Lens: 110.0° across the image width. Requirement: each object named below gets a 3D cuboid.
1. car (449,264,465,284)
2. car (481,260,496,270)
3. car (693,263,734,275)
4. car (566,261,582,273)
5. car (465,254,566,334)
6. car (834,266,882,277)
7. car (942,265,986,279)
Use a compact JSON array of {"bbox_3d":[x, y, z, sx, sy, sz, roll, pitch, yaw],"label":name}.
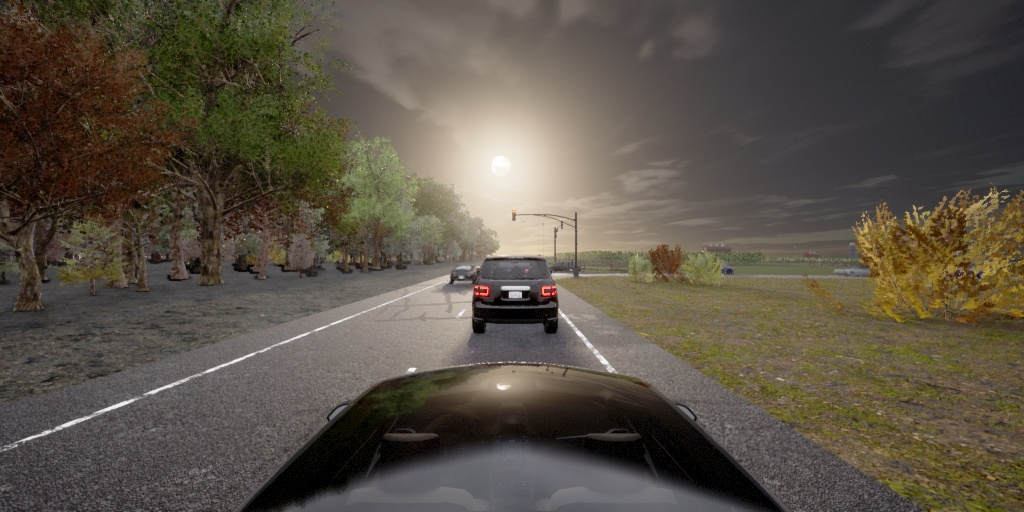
[{"bbox_3d":[-3.455,1.281,26.751,1.812,1.442,4.674,0,0,0],"label":"car"},{"bbox_3d":[-3.513,1.320,54.750,1.994,1.385,4.181,0,0,0],"label":"car"},{"bbox_3d":[24.725,1.604,44.147,4.674,1.442,1.812,1,-1,0],"label":"car"},{"bbox_3d":[6.501,1.417,46.111,4.892,1.490,1.837,1,1,24],"label":"car"},{"bbox_3d":[0.078,0.974,10.813,2.150,2.045,5.566,0,0,0],"label":"car"},{"bbox_3d":[42.550,1.874,44.092,4.718,1.301,1.895,1,-1,0],"label":"car"},{"bbox_3d":[50.293,1.775,40.462,5.008,1.535,1.882,1,-1,1],"label":"car"}]
